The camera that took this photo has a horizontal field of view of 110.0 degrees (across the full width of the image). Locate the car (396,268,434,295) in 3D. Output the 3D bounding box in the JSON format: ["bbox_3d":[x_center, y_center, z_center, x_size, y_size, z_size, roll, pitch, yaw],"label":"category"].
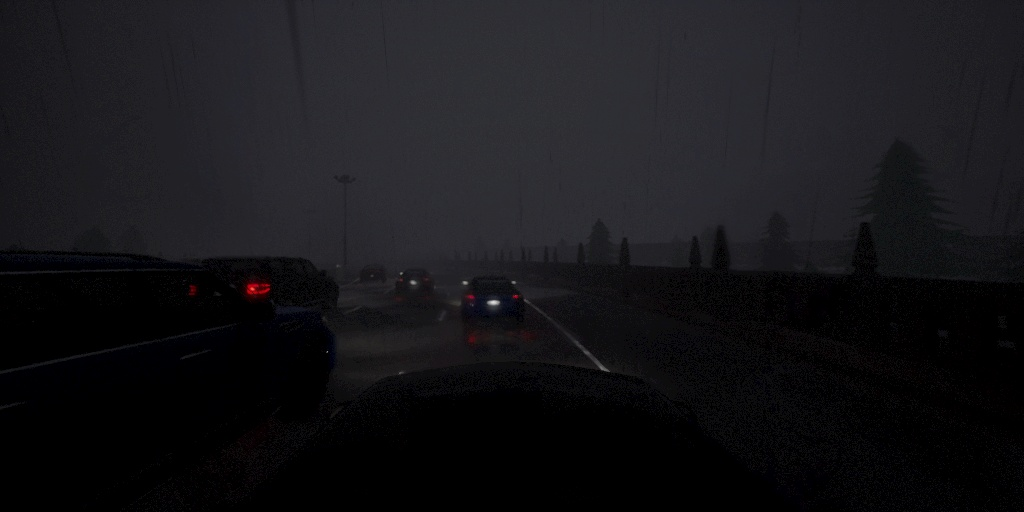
[{"bbox_3d":[-5.635,1.413,21.066,1.994,1.385,4.181,0,0,-11],"label":"car"}]

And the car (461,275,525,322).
[{"bbox_3d":[-0.746,1.357,12.541,1.994,1.385,4.181,0,0,-6],"label":"car"}]

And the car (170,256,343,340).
[{"bbox_3d":[-7.630,1.043,11.672,2.150,2.045,5.566,0,0,-6],"label":"car"}]

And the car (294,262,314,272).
[{"bbox_3d":[-32.260,1.678,55.512,2.128,1.511,4.902,0,0,-35],"label":"car"}]

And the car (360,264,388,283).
[{"bbox_3d":[-11.443,1.396,29.849,1.882,1.535,5.008,0,0,-17],"label":"car"}]

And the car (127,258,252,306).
[{"bbox_3d":[-15.877,1.115,18.196,2.150,2.045,5.566,0,0,-11],"label":"car"}]

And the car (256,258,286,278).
[{"bbox_3d":[-27.216,1.301,40.600,2.150,2.045,5.566,0,0,-27],"label":"car"}]

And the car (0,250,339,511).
[{"bbox_3d":[-3.533,0.988,2.716,2.150,2.045,5.566,0,0,-1],"label":"car"}]
